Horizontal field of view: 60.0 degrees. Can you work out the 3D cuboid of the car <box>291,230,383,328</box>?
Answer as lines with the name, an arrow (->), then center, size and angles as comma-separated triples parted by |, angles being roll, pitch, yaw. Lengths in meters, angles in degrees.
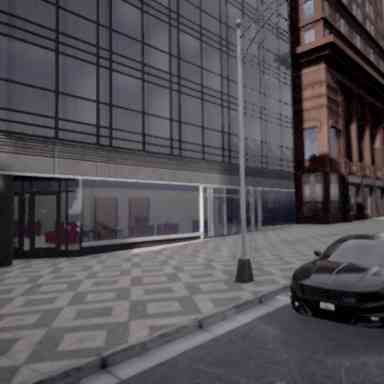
car -> 4.024, 1.678, 7.418 | 1.882, 1.535, 5.008 | -4, -3, 44
